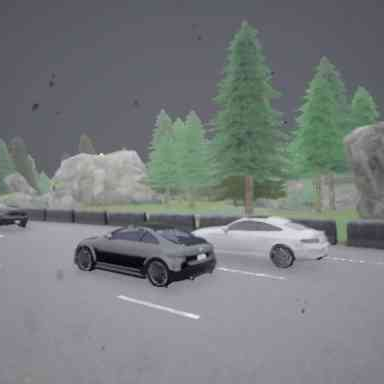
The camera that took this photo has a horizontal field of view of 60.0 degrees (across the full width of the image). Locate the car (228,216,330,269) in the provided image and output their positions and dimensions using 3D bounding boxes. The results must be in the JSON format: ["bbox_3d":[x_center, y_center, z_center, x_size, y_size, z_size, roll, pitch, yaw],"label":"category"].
[{"bbox_3d":[2.079,1.520,11.110,4.674,1.442,1.812,0,0,36],"label":"car"}]

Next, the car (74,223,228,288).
[{"bbox_3d":[-1.391,1.557,9.285,4.181,1.385,1.994,0,0,36],"label":"car"}]

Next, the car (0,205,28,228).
[{"bbox_3d":[-12.541,1.598,21.543,4.892,1.490,1.837,-1,-1,36],"label":"car"}]
